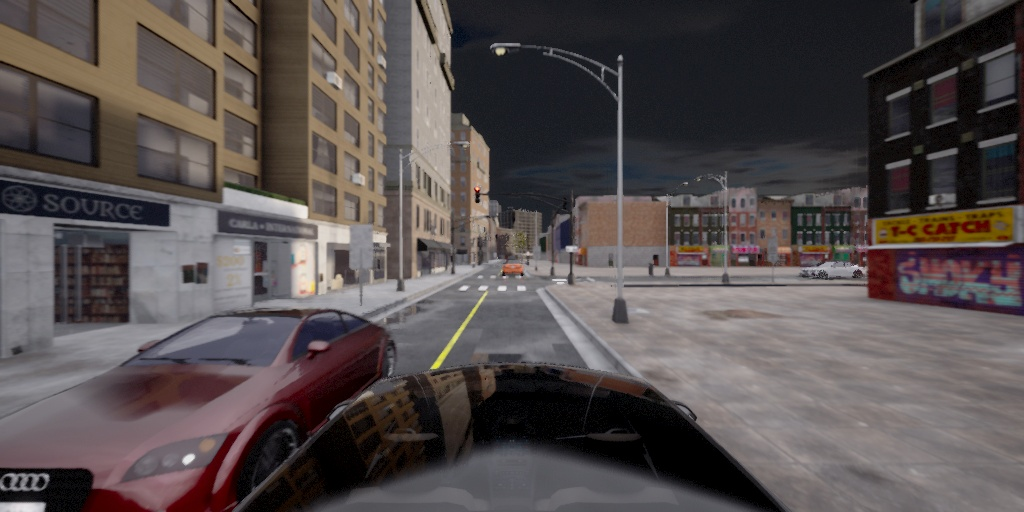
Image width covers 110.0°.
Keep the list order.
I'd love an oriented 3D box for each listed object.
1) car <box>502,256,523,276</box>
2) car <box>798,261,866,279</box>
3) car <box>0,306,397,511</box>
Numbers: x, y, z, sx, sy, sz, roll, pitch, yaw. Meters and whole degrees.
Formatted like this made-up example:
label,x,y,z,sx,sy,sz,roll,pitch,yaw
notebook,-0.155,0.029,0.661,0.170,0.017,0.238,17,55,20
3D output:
label,x,y,z,sx,sy,sz,roll,pitch,yaw
car,0.090,1.076,37.211,2.097,1.767,4.553,0,0,0
car,26.422,1.146,29.635,4.674,1.442,1.812,0,0,0
car,-2.836,1.312,4.069,1.994,1.385,4.181,0,0,0
